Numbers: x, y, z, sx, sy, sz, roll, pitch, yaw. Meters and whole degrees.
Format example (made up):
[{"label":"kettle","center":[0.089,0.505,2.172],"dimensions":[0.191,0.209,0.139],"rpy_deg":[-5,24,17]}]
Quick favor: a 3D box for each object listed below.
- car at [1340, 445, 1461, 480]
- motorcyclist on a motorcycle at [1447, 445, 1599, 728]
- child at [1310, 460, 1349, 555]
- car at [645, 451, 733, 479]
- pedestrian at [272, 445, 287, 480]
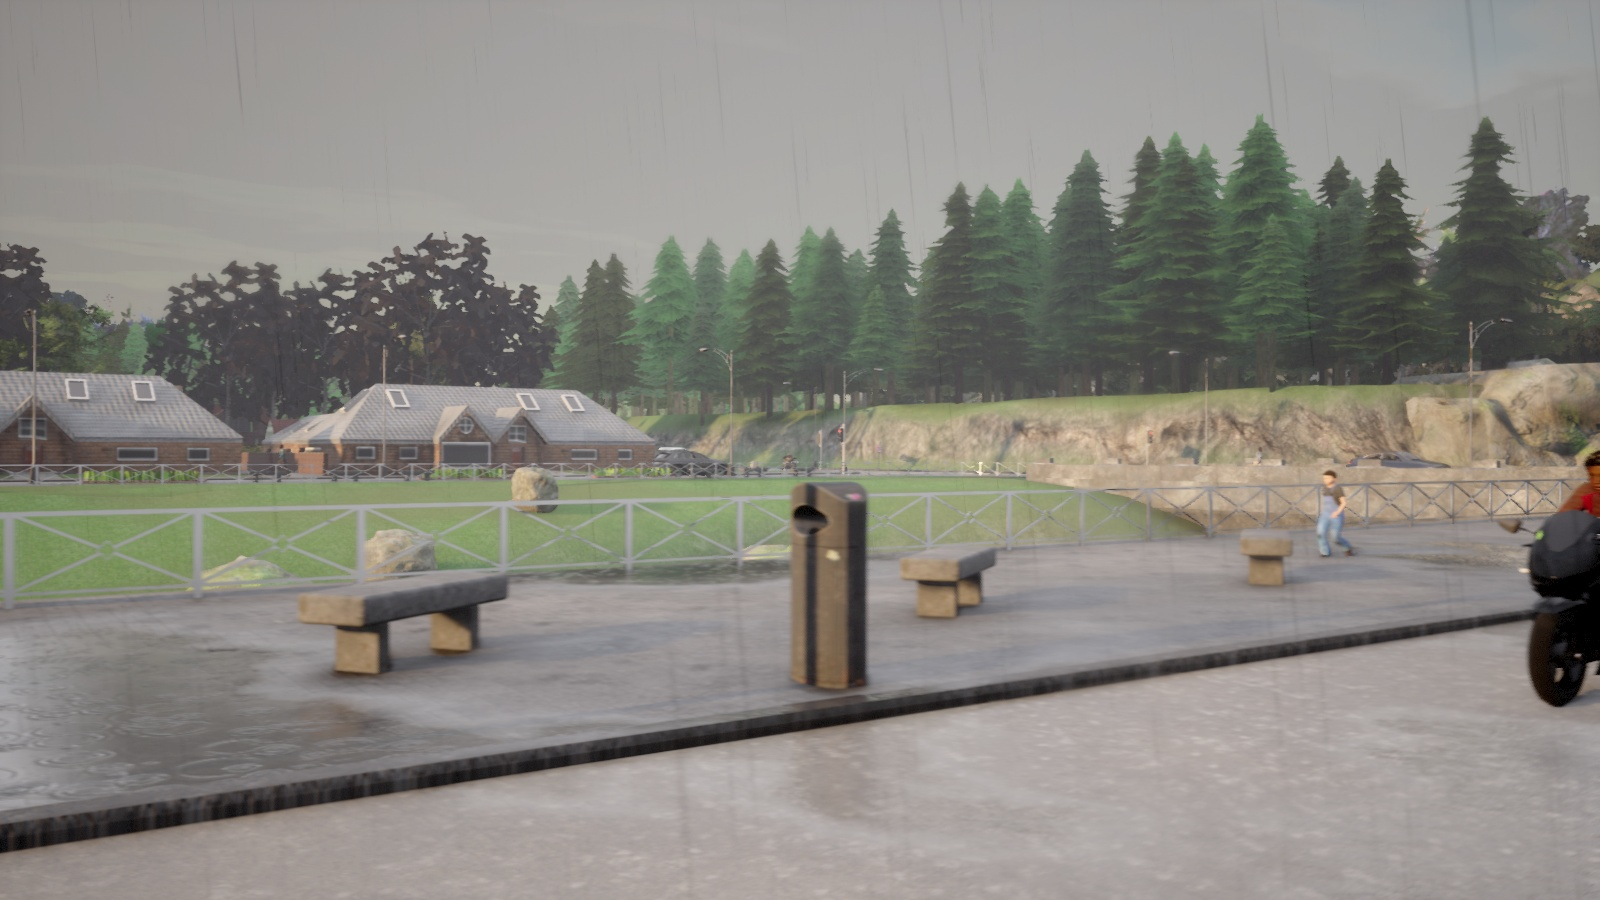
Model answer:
[{"label":"car","center":[29.757,0.613,62.350],"dimensions":[2.152,1.651,5.027],"rpy_deg":[0,0,-35]},{"label":"motorcyclist on a motorcycle","center":[4.898,0.735,7.682],"dimensions":[2.044,1.523,0.797],"rpy_deg":[0,0,-35]},{"label":"child","center":[7.136,0.761,16.930],"dimensions":[0.437,1.263,0.270],"rpy_deg":[0,0,-29]},{"label":"car","center":[-6.584,0.872,74.805],"dimensions":[4.856,1.649,2.033],"rpy_deg":[0,0,-35]},{"label":"pedestrian","center":[-28.397,0.683,68.555],"dimensions":[0.692,1.930,0.396],"rpy_deg":[0,0,-34]}]
